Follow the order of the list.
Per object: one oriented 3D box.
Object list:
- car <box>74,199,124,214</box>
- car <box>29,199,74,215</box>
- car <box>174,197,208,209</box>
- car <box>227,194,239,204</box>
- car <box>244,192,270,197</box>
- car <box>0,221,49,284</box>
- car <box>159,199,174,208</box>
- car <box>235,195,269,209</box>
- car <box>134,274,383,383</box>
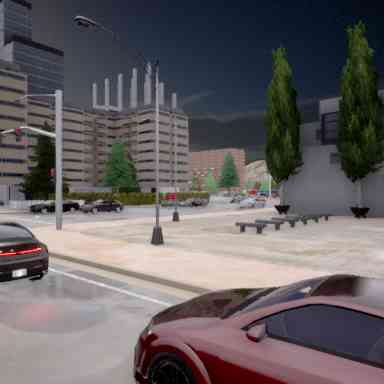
[{"bbox_3d":[-9.475,1.505,35.155,1.837,1.490,4.892,0,0,40],"label":"car"},{"bbox_3d":[-14.332,1.478,34.839,1.882,1.535,5.008,0,0,40],"label":"car"},{"bbox_3d":[0.227,1.491,46.586,2.128,1.511,4.902,0,0,40],"label":"car"},{"bbox_3d":[8.796,1.565,61.955,1.994,1.385,4.181,0,0,40],"label":"car"},{"bbox_3d":[11.485,1.362,59.715,2.097,1.767,4.553,0,0,40],"label":"car"},{"bbox_3d":[-5.587,1.505,8.764,4.892,1.490,1.837,0,0,40],"label":"car"},{"bbox_3d":[-2.551,1.601,48.724,1.895,1.301,4.718,0,0,40],"label":"car"},{"bbox_3d":[8.161,1.525,44.818,1.812,1.442,4.674,0,0,40],"label":"car"},{"bbox_3d":[1.390,1.564,3.252,4.181,1.385,1.994,0,0,37],"label":"car"}]
